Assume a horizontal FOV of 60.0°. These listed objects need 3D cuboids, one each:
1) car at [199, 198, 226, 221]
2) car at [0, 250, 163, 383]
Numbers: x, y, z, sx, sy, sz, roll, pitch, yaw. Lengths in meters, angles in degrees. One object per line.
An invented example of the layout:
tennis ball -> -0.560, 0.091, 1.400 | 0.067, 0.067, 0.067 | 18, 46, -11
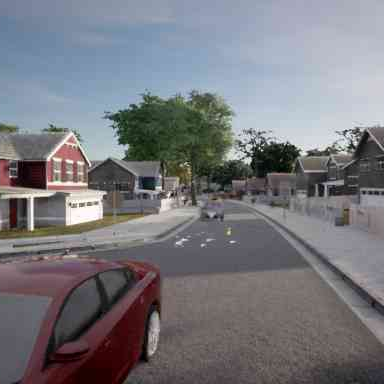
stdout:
car -> 1.738, 1.525, 27.407 | 2.128, 1.511, 4.902 | 0, 0, 6
car -> -1.679, 1.481, 3.222 | 1.882, 1.535, 5.008 | 0, 0, 10
